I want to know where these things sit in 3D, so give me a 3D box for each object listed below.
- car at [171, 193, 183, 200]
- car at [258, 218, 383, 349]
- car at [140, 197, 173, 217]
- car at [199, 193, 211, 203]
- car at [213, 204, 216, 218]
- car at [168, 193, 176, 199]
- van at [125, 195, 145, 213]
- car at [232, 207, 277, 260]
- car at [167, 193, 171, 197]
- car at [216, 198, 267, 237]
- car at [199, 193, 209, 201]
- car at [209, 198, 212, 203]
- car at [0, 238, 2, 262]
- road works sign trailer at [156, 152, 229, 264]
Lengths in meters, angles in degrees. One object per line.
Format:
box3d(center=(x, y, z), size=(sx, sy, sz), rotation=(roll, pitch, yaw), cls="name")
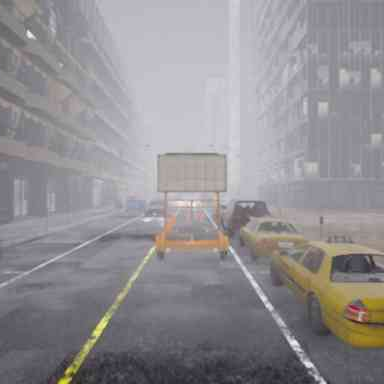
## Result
box3d(center=(-2.995, 1.270, 71.803), size=(1.882, 1.535, 5.008), rotation=(0, 0, 0), cls="car")
box3d(center=(2.703, 1.498, 6.390), size=(1.752, 1.417, 4.829), rotation=(1, 0, 0), cls="car")
box3d(center=(-3.099, 1.432, 30.226), size=(2.033, 1.411, 5.357), rotation=(0, 0, 0), cls="car")
box3d(center=(2.705, 1.380, 61.448), size=(1.947, 1.339, 4.313), rotation=(1, 0, 0), cls="car")
box3d(center=(2.703, 1.476, 22.788), size=(1.947, 1.339, 4.313), rotation=(1, 0, 0), cls="car")
box3d(center=(-5.671, 1.102, 94.587), size=(2.192, 1.841, 5.009), rotation=(1, 0, 0), cls="car")
box3d(center=(-5.672, 1.215, 33.835), size=(1.690, 1.788, 3.998), rotation=(1, 0, 0), cls="van")
box3d(center=(2.703, 1.476, 11.913), size=(1.752, 1.417, 4.829), rotation=(1, 0, 0), cls="car")
box3d(center=(-5.674, 1.334, 83.540), size=(1.887, 1.381, 4.507), rotation=(1, 0, 0), cls="car")
box3d(center=(2.707, 1.245, 17.264), size=(2.192, 1.841, 5.009), rotation=(1, 0, 0), cls="car")
box3d(center=(2.708, 1.108, 78.017), size=(2.192, 1.841, 5.009), rotation=(1, 0, 0), cls="car")
box3d(center=(2.704, 1.436, 28.312), size=(1.887, 1.381, 4.507), rotation=(1, 0, 0), cls="car")
box3d(center=(-5.674, 1.289, 6.221), size=(2.192, 1.841, 5.009), rotation=(1, 0, 0), cls="car")
box3d(center=(0.001, 0.416, 11.613), size=(2.380, 3.560, 2.880), rotation=(0, 0, 0), cls="road works sign trailer")
